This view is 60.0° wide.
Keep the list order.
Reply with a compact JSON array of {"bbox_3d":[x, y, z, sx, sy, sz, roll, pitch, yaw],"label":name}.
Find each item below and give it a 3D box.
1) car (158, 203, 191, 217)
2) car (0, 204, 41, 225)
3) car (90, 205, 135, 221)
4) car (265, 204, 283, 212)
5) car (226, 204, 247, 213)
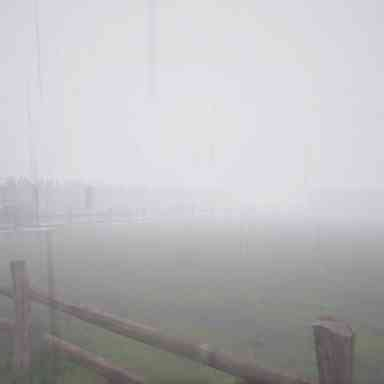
[{"bbox_3d":[-2.151,2.165,41.495,2.097,1.767,4.553,-1,-2,36],"label":"car"},{"bbox_3d":[-13.959,1.699,25.127,2.097,1.767,4.553,-1,-2,35],"label":"car"},{"bbox_3d":[-7.930,2.079,33.536,2.128,1.511,4.902,-1,-2,36],"label":"car"},{"bbox_3d":[14.805,2.828,59.888,1.882,1.535,5.008,-1,-2,36],"label":"car"},{"bbox_3d":[7.346,2.711,54.454,1.812,1.442,4.674,-1,-2,36],"label":"car"}]
